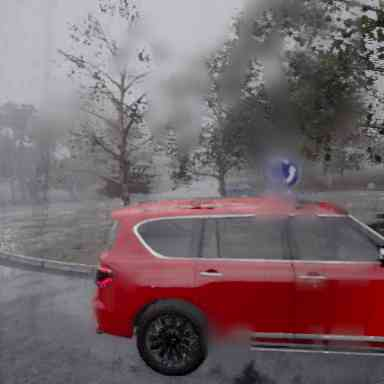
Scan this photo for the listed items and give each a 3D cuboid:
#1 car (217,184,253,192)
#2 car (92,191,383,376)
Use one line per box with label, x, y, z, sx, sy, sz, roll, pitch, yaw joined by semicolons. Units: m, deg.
car;5.704;-0.371;44.063;4.674;1.442;1.812;-2;2;8
car;1.393;1.101;4.760;5.566;2.045;2.150;-2;3;8
